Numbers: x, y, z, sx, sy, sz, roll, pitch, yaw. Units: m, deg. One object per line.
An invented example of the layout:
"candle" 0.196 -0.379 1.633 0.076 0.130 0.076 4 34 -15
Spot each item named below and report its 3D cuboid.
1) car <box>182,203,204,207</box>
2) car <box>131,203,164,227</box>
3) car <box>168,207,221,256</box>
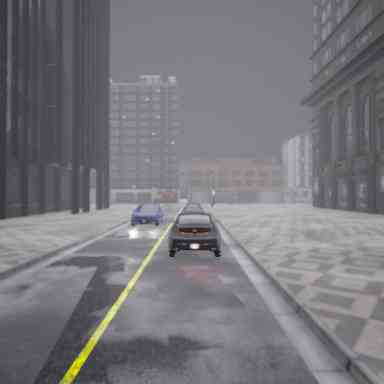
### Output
"car" 0.099 1.678 29.022 1.994 1.385 4.181 0 0 0
"car" -3.096 1.565 23.770 1.882 1.535 5.008 0 0 0
"car" 0.096 1.547 13.372 1.837 1.490 4.892 0 0 0
